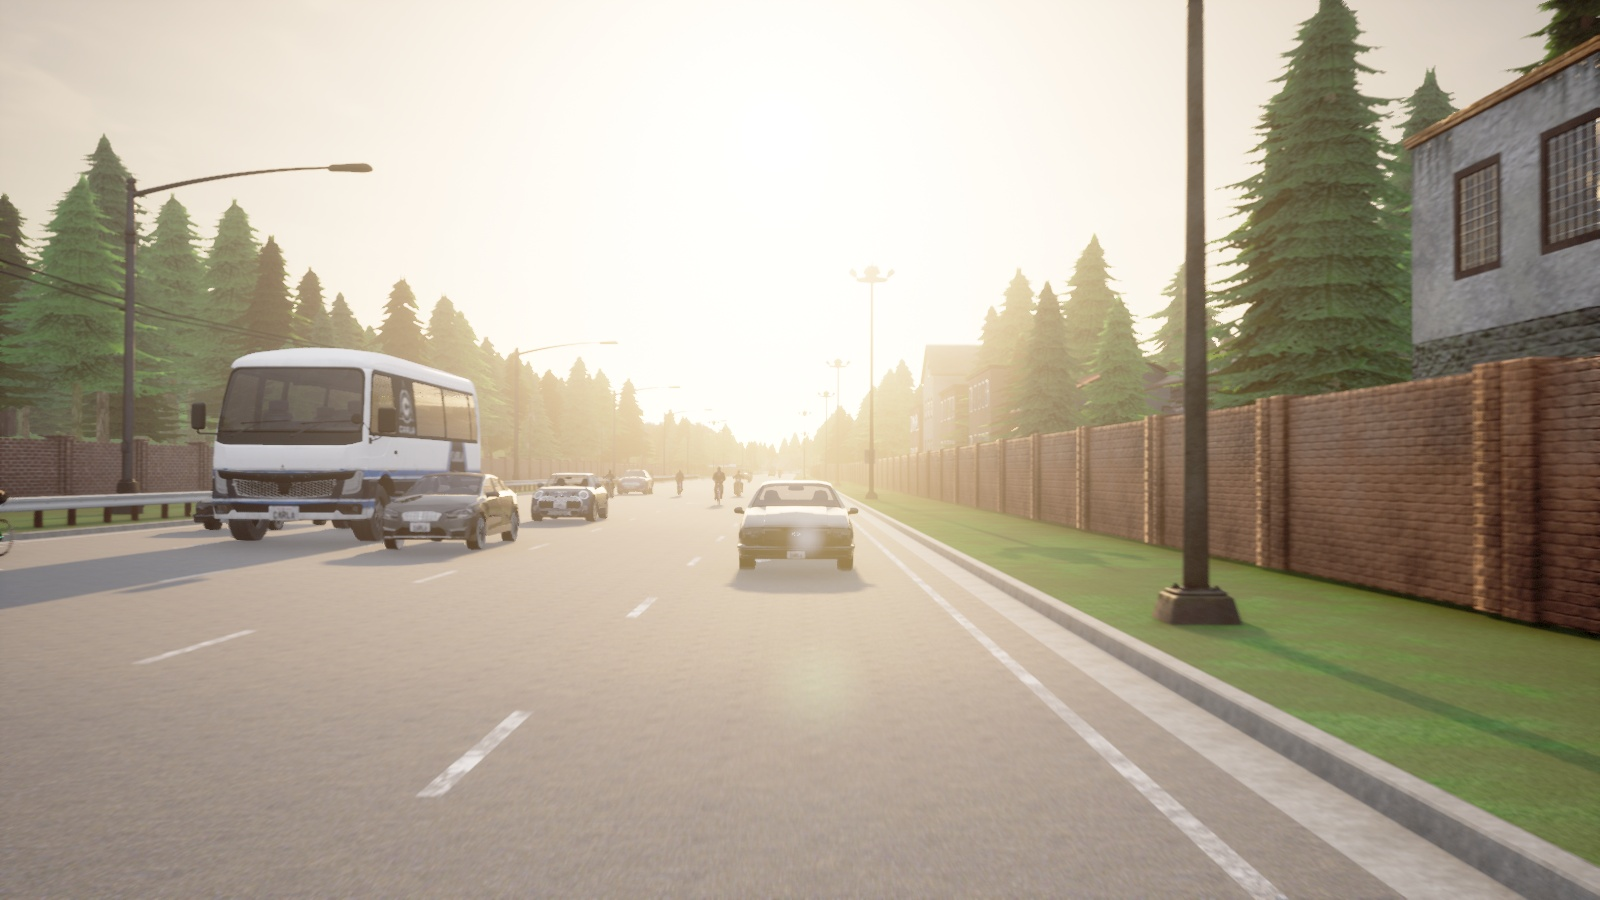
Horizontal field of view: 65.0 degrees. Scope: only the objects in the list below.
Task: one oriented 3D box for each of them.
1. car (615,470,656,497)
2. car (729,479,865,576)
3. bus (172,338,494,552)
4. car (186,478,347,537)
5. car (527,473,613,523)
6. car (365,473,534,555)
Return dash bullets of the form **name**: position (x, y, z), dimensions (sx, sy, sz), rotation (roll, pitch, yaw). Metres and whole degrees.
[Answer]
- **car**: position (-10.700, 2.158, 81.973), dimensions (2.033, 1.649, 4.856), rotation (0, -1, 0)
- **car**: position (-0.052, 1.221, 21.445), dimensions (2.033, 1.411, 5.357), rotation (0, -1, 0)
- **bus**: position (-10.579, -0.014, 30.229), dimensions (3.944, 4.253, 10.273), rotation (0, -1, 0)
- **car**: position (-14.081, 1.479, 33.545), dimensions (2.033, 1.411, 5.357), rotation (0, -1, 0)
- **car**: position (-7.095, 1.462, 39.063), dimensions (1.970, 1.475, 3.806), rotation (0, -1, 0)
- **car**: position (-7.063, 1.232, 25.884), dimensions (2.128, 1.511, 4.902), rotation (0, -1, 0)
